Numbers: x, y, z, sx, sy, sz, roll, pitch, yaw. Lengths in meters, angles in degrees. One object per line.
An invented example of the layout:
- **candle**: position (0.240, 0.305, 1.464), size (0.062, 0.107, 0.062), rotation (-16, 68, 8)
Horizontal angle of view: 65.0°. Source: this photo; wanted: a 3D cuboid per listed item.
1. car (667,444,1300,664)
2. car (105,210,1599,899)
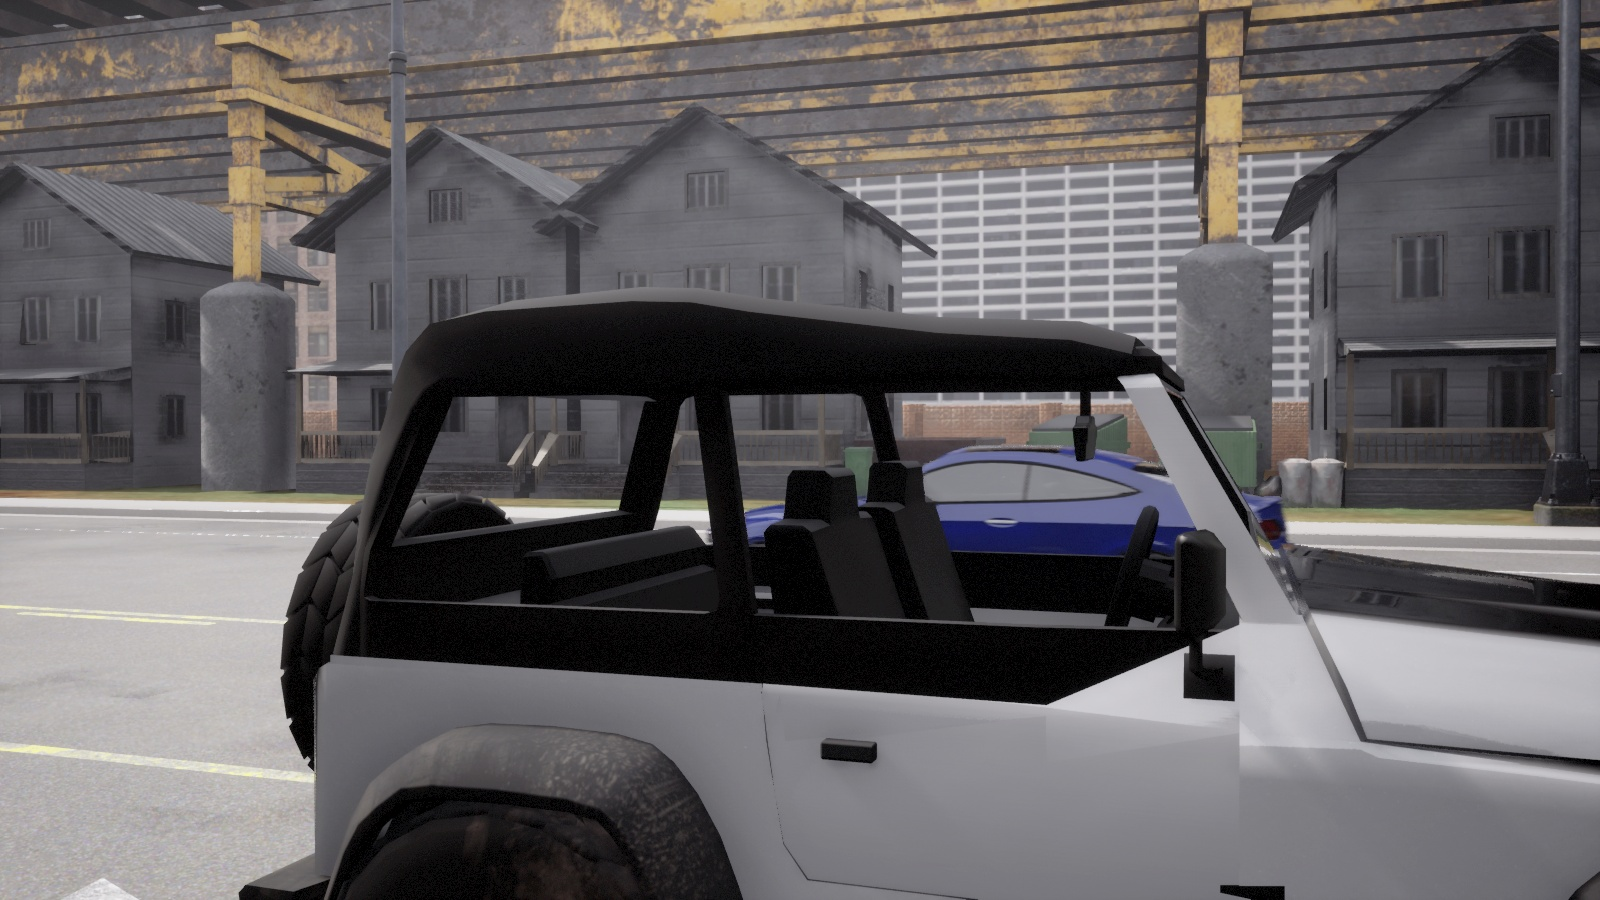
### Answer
- **car**: position (1.445, 0.696, 10.092), size (4.674, 1.442, 1.812), rotation (1, 1, 19)
- **car**: position (0.641, 0.577, 2.981), size (3.866, 1.878, 1.905), rotation (1, 1, 19)
